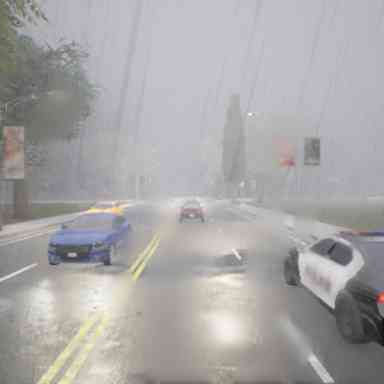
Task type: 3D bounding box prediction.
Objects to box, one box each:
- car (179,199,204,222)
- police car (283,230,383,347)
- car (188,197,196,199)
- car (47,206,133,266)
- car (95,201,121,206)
[{"bbox_3d":[-0.018,1.539,26.173,1.812,1.442,4.674,0,0,0],"label":"car"},{"bbox_3d":[3.247,1.508,6.520,2.038,1.542,4.974,0,0,0],"label":"police car"},{"bbox_3d":[0.077,1.627,42.035,1.895,1.301,4.718,0,0,0],"label":"car"},{"bbox_3d":[-3.351,1.482,11.803,1.882,1.535,5.008,0,0,0],"label":"car"},{"bbox_3d":[-6.560,1.490,25.581,1.882,1.535,5.008,0,0,1],"label":"car"}]
